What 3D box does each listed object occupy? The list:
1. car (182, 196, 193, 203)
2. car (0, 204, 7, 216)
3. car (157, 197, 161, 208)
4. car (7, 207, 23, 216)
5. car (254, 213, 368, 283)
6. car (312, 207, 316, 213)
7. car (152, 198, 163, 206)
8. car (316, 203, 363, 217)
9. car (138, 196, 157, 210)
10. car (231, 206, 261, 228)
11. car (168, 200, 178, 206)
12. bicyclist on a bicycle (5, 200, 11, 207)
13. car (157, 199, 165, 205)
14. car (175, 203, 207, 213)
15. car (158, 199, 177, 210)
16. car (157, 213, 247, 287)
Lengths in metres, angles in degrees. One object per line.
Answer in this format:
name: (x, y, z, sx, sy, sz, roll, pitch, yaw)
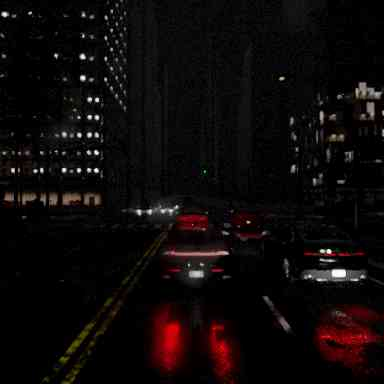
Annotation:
car: (-0.853, 1.955, 71.446, 2.150, 2.045, 5.566, 0, -1, -1)
car: (-20.492, 1.742, 31.178, 4.892, 1.490, 1.837, 0, -1, 2)
car: (-7.282, 1.858, 61.914, 2.150, 2.045, 5.566, 0, -1, -1)
car: (-20.555, 1.866, 34.429, 5.357, 1.411, 2.033, 0, -1, 2)
car: (3.344, 1.616, 9.986, 1.837, 1.490, 4.892, 0, 0, 0)
car: (16.797, 2.009, 39.549, 4.902, 1.511, 2.128, 0, -1, 2)
car: (-7.403, 2.087, 71.605, 2.097, 1.767, 4.553, 0, -1, -1)
car: (16.311, 2.000, 36.309, 4.181, 1.385, 1.994, 0, -1, 2)
car: (-7.146, 1.895, 52.340, 2.097, 1.767, 4.553, 0, -1, -1)
car: (3.757, 1.721, 23.003, 1.882, 1.535, 5.008, 0, 0, 6)
car: (-4.195, 2.351, 74.003, 1.895, 1.301, 4.718, 0, -1, -1)
bicyclist on a bicycle: (-25.190, 1.886, 45.430, 0.582, 1.620, 1.656, 0, -1, 2)
car: (-7.586, 2.352, 81.873, 1.812, 1.442, 4.674, 0, -1, -1)
car: (-0.002, 1.706, 21.091, 1.882, 1.535, 5.008, 0, -1, -2)
car: (-3.924, 2.125, 54.149, 1.994, 1.385, 4.181, 0, -1, -1)
car: (0.094, 1.598, 9.657, 2.128, 1.511, 4.902, 0, -1, 0)
